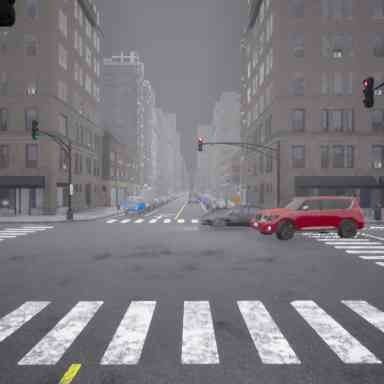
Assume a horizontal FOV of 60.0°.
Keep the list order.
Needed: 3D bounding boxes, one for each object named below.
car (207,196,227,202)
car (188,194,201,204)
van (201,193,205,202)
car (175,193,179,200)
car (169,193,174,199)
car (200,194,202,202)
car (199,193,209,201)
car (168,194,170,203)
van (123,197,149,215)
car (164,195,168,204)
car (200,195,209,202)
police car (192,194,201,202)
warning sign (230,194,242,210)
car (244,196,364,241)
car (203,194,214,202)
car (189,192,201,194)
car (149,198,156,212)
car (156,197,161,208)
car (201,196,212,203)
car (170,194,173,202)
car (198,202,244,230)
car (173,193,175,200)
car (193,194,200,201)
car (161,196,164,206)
[{"bbox_3d":[2.801,1.441,33.367,1.967,1.590,4.097,0,0,0],"label":"car"},{"bbox_3d":[0.255,1.564,62.937,1.994,1.385,4.181,0,0,0],"label":"car"},{"bbox_3d":[2.894,1.342,56.043,1.690,1.788,3.998,0,0,0],"label":"van"},{"bbox_3d":[-5.491,1.304,90.082,2.192,1.841,5.009,0,0,0],"label":"car"},{"bbox_3d":[-5.561,1.541,73.077,1.887,1.381,4.507,0,0,0],"label":"car"},{"bbox_3d":[2.918,1.525,61.882,1.752,1.417,4.829,0,0,0],"label":"car"},{"bbox_3d":[3.010,1.307,84.389,2.192,1.841,5.009,0,0,0],"label":"car"},{"bbox_3d":[-5.609,1.525,61.571,1.752,1.417,4.829,0,0,0],"label":"car"},{"bbox_3d":[-5.725,1.342,33.400,1.690,1.788,3.998,0,0,0],"label":"van"},{"bbox_3d":[-5.632,1.567,56.073,1.947,1.339,4.313,0,0,0],"label":"car"},{"bbox_3d":[2.988,1.434,78.721,1.967,1.590,4.097,0,0,0],"label":"car"},{"bbox_3d":[1.120,1.419,79.464,1.930,1.638,5.238,0,0,-1],"label":"police car"},{"bbox_3d":[5.227,1.117,39.351,1.300,1.860,1.060,0,0,0],"label":"warning sign"},{"bbox_3d":[5.750,1.230,16.584,5.566,2.045,2.150,0,0,-13],"label":"car"},{"bbox_3d":[2.847,1.442,44.705,1.967,1.590,4.097,0,0,0],"label":"car"},{"bbox_3d":[0.297,1.037,72.971,2.150,2.045,5.566,0,0,0],"label":"car"},{"bbox_3d":[-5.702,1.442,39.068,1.967,1.590,4.097,0,0,0],"label":"car"},{"bbox_3d":[-5.678,1.568,44.736,1.947,1.339,4.313,0,0,0],"label":"car"},{"bbox_3d":[2.941,1.549,67.382,2.008,1.369,4.403,0,0,0],"label":"car"},{"bbox_3d":[-5.585,1.565,67.409,1.947,1.339,4.313,0,0,0],"label":"car"},{"bbox_3d":[3.226,1.548,20.644,5.357,1.411,2.033,0,0,0],"label":"car"},{"bbox_3d":[-5.539,1.520,78.576,1.752,1.417,4.829,0,0,0],"label":"car"},{"bbox_3d":[1.152,1.445,89.559,1.801,1.575,5.366,0,0,0],"label":"car"},{"bbox_3d":[-5.655,1.584,50.405,1.802,1.307,4.206,0,0,0],"label":"car"}]
